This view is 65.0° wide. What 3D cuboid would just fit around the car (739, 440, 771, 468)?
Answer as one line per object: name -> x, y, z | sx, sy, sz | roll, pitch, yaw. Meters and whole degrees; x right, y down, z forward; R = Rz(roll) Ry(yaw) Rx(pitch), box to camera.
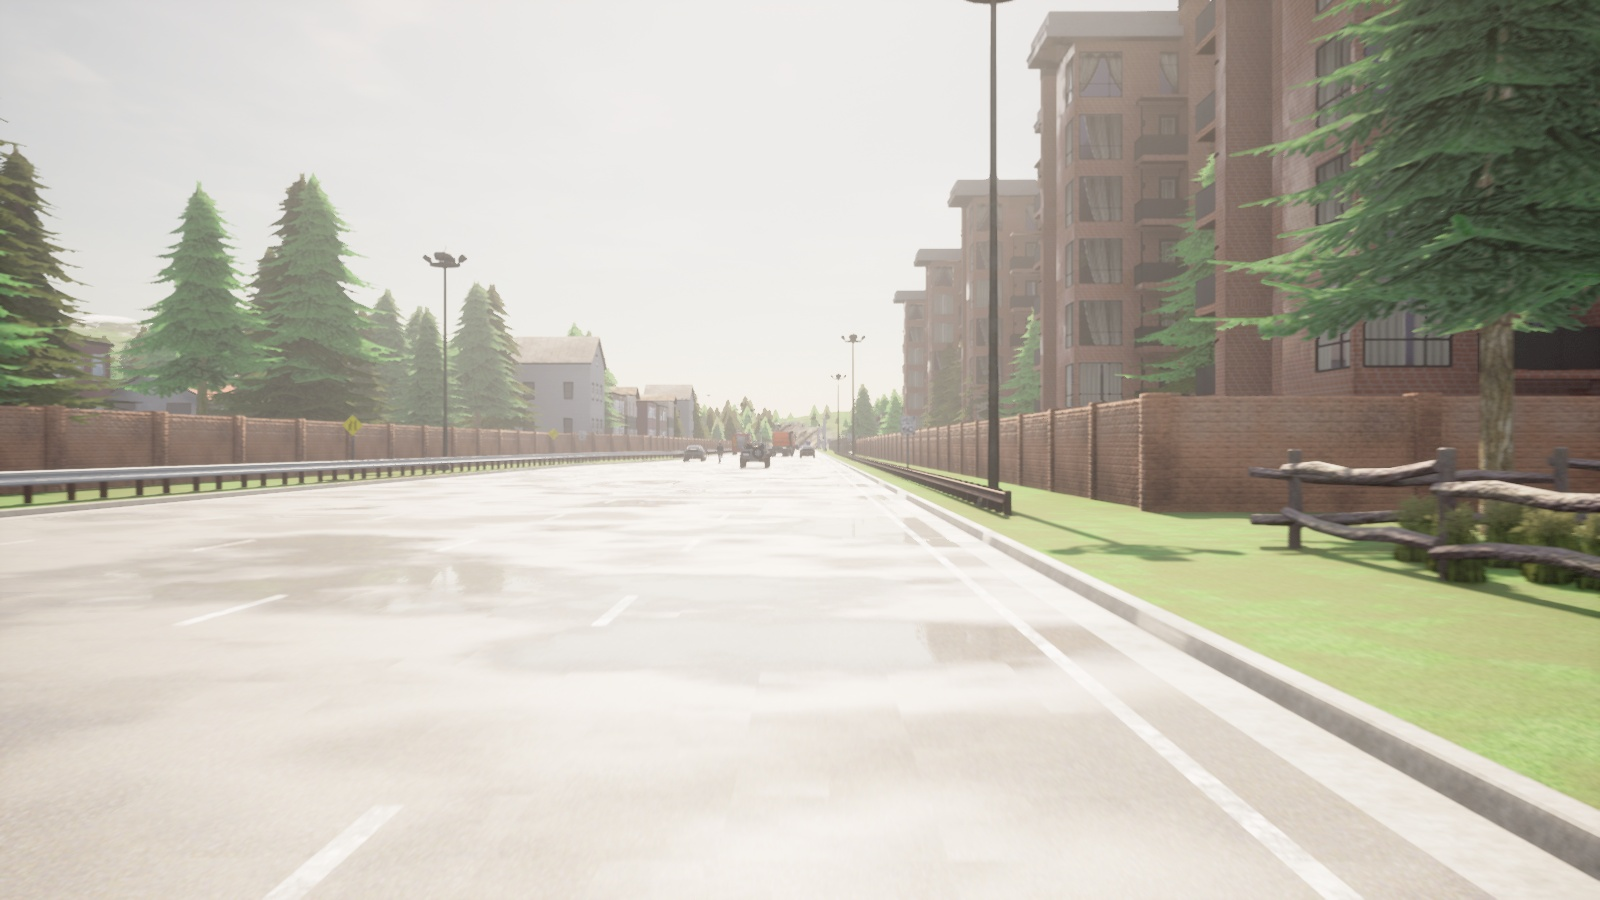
car -> -2.999, 0.235, 84.430 | 1.932, 1.855, 4.605 | 0, 0, 0
